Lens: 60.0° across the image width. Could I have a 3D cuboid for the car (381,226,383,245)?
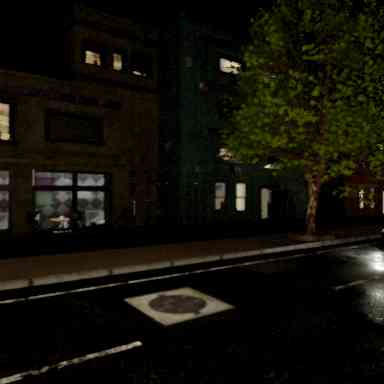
[{"bbox_3d":[10.584,1.687,15.225,5.008,1.535,1.882,1,-1,-35],"label":"car"}]
